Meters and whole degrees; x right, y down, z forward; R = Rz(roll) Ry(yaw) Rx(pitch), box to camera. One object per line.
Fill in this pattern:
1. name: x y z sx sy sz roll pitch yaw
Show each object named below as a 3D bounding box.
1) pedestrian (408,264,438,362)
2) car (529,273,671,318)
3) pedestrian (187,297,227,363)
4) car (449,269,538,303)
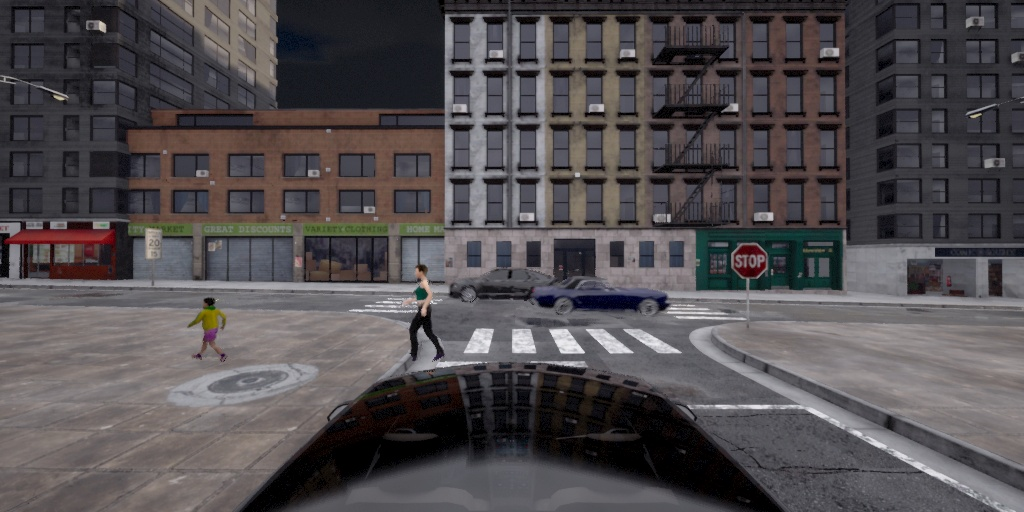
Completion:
1. pedestrian: -1.672 1.045 6.731 0.375 1.860 0.375 0 0 0
2. car: 3.106 1.430 12.978 4.718 1.301 1.895 1 -1 0
3. pedestrian: -5.128 1.242 6.141 0.500 1.100 0.500 0 0 0
4. car: -0.324 1.289 15.939 4.892 1.490 1.837 1 0 0
